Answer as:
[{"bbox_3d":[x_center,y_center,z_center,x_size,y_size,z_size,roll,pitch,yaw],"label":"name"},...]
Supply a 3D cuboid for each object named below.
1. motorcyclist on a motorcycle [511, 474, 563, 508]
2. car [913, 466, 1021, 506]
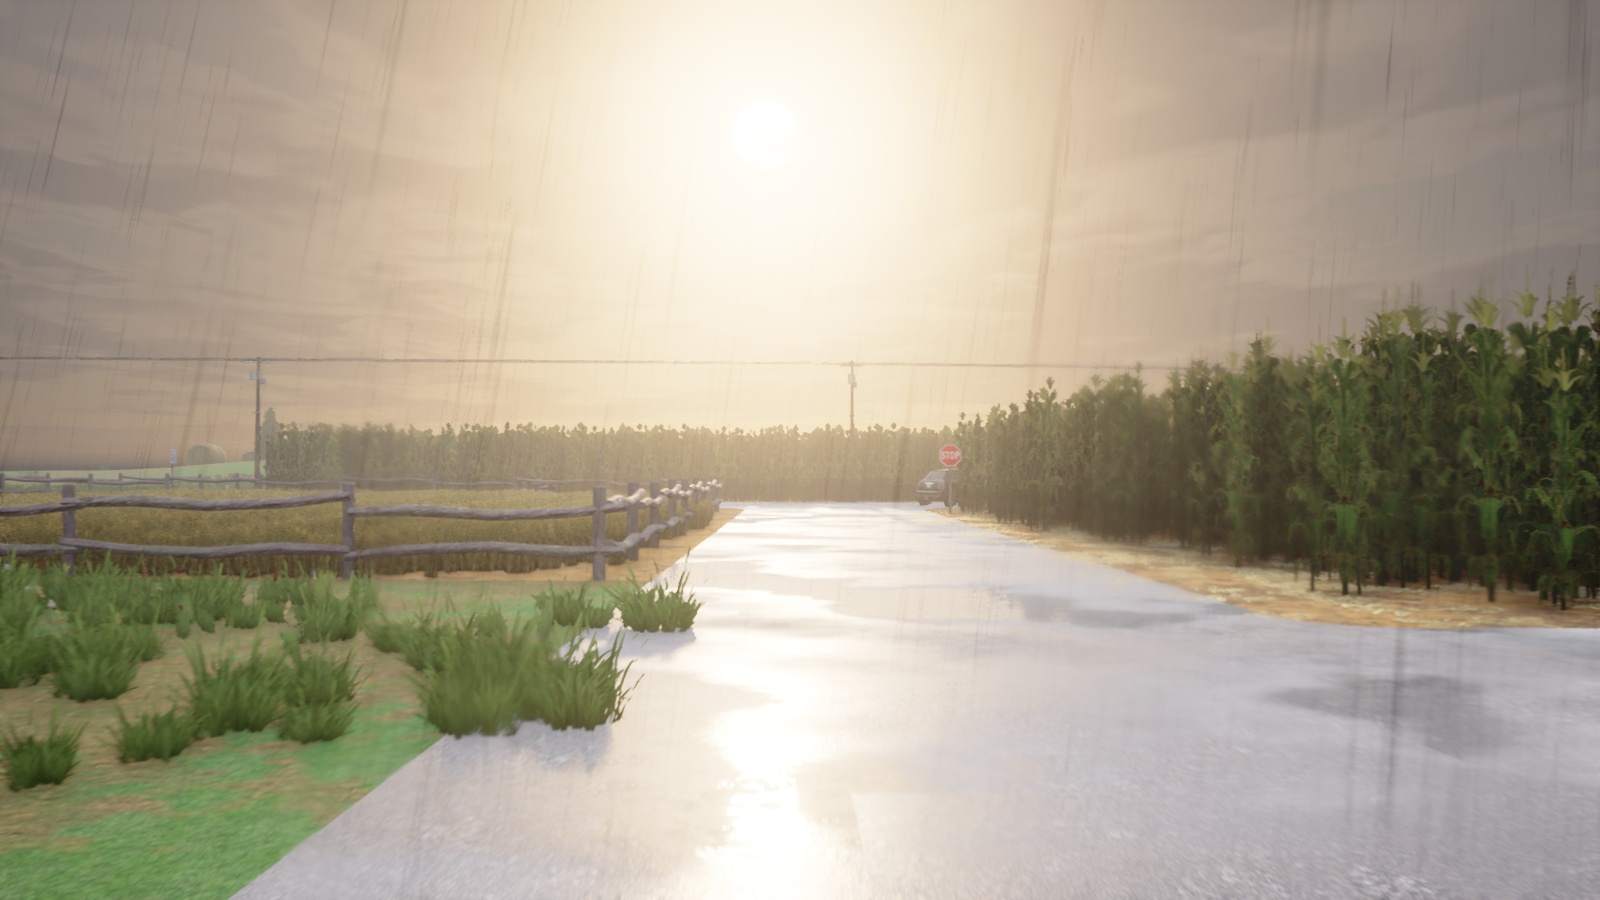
[{"bbox_3d":[-11.931,1.853,57.094,2.191,1.530,0.866,0,-1,0],"label":"motorcyclist on a motorcycle"},{"bbox_3d":[7.553,1.592,56.660,4.553,1.767,2.097,0,-1,-32],"label":"car"}]
